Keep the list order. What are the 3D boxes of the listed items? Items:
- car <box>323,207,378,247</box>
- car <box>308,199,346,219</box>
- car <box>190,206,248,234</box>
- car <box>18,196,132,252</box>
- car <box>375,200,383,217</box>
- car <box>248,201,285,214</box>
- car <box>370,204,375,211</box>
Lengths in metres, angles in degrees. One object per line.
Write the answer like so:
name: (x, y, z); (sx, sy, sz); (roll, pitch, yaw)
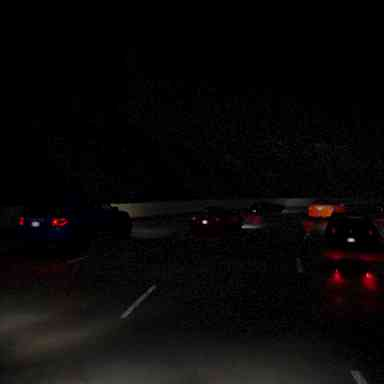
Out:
car: (7.215, 1.606, 15.230); (1.895, 1.301, 4.718); (0, 0, 23)
car: (11.478, 1.359, 27.959); (2.097, 1.767, 4.553); (0, 0, 40)
car: (1.520, 1.551, 19.202); (1.994, 1.385, 4.181); (0, 0, 25)
car: (-4.595, 1.197, 14.015); (2.150, 2.045, 5.566); (0, 0, 17)
car: (19.125, 1.624, 30.631); (4.718, 1.301, 1.895); (0, 0, -39)
car: (7.752, 1.590, 34.637); (1.895, 1.301, 4.718); (0, 0, 44)
car: (21.201, 1.589, 36.101); (4.181, 1.385, 1.994); (0, 0, -33)
